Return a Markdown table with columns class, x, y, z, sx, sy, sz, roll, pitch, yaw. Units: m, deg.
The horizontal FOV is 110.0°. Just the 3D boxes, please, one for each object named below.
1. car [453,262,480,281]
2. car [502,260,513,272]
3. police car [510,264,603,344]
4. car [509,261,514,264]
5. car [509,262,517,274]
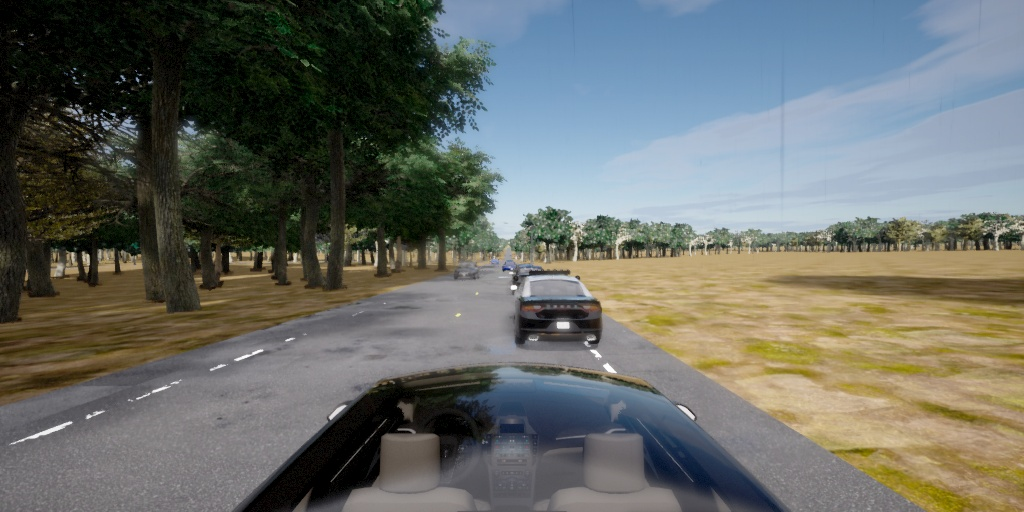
| class | x | y | z | sx | sy | sz | roll | pitch | yaw |
| --- | --- | --- | --- | --- | --- | --- | --- | --- | --- |
| car | -3.790 | 1.261 | 30.562 | 1.837 | 1.490 | 4.892 | 0 | 0 | 0 |
| car | -0.273 | 1.347 | 47.289 | 1.994 | 1.385 | 4.181 | 0 | 0 | 0 |
| police car | 0.998 | 1.173 | 9.701 | 1.930 | 1.638 | 5.238 | 0 | 0 | 0 |
| car | 0.893 | 1.279 | 25.596 | 1.812 | 1.442 | 4.674 | 0 | 0 | 0 |
| car | 0.932 | 1.256 | 19.593 | 1.837 | 1.490 | 4.892 | 0 | 0 | 0 |
